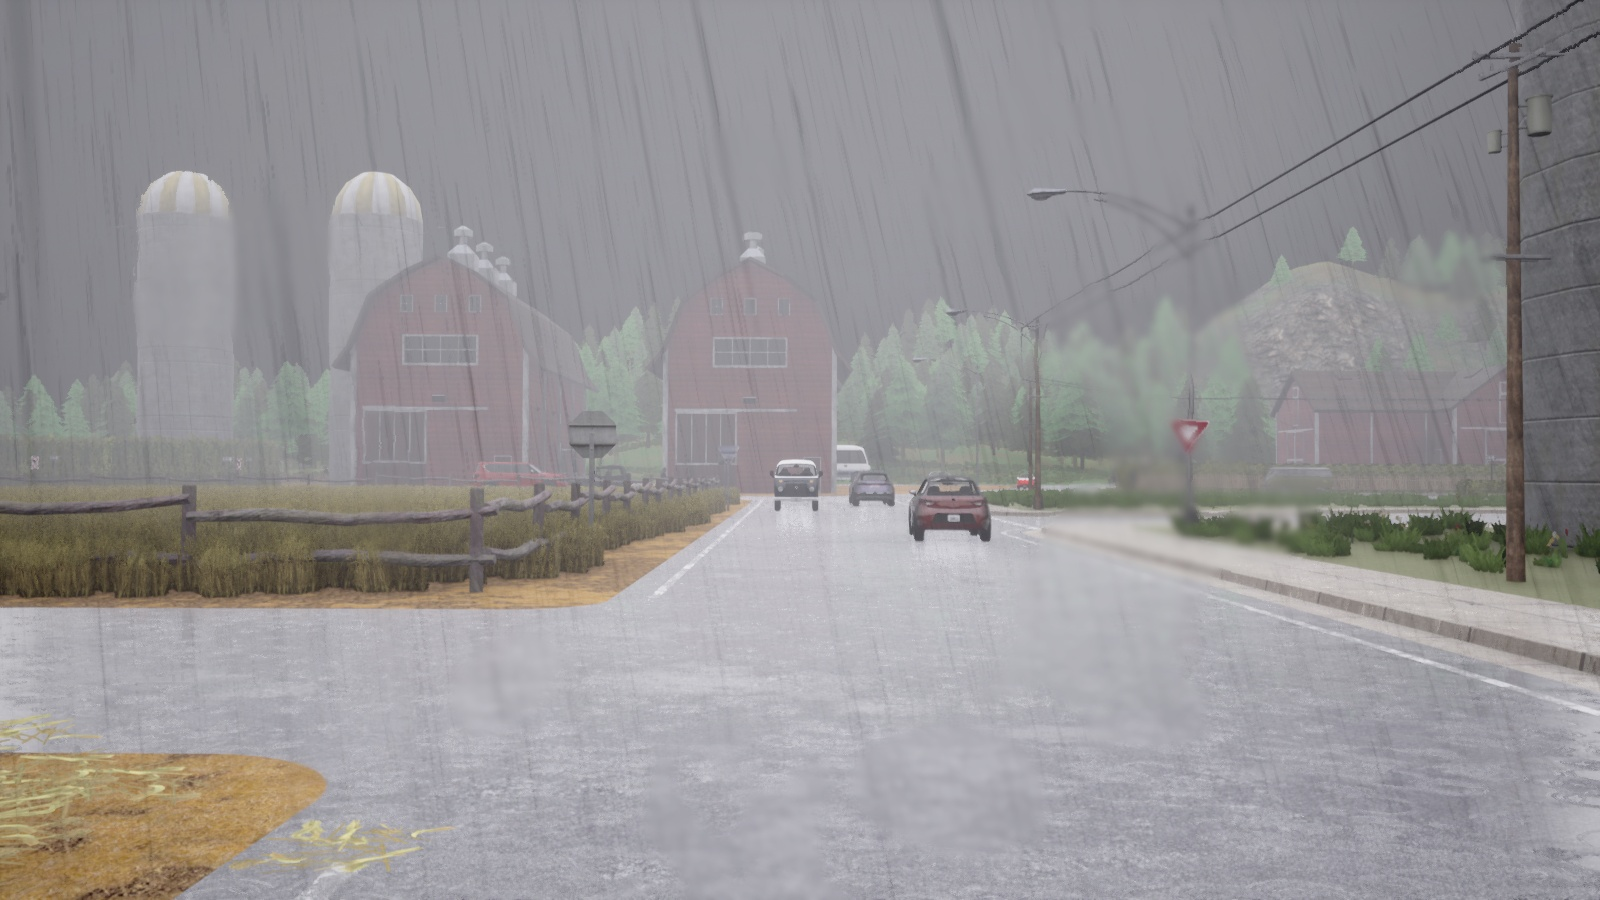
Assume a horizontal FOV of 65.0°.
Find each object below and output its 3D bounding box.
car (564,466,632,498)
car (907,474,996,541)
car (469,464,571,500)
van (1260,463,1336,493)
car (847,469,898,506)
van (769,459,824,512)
[{"bbox_3d":[-12.403,1.963,77.303,3.866,1.878,1.905,0,-1,-1],"label":"car"},{"bbox_3d":[3.537,1.319,29.926,1.816,1.474,4.193,0,-1,3],"label":"car"},{"bbox_3d":[-16.379,1.839,73.598,5.566,2.045,2.150,0,-1,-3],"label":"car"},{"bbox_3d":[33.767,1.868,85.232,4.442,1.987,1.775,0,-1,0],"label":"van"},{"bbox_3d":[3.321,1.716,58.418,2.033,1.649,4.856,0,-1,-1],"label":"car"},{"bbox_3d":[-0.137,1.388,50.392,2.069,2.038,4.480,0,-1,0],"label":"van"}]
